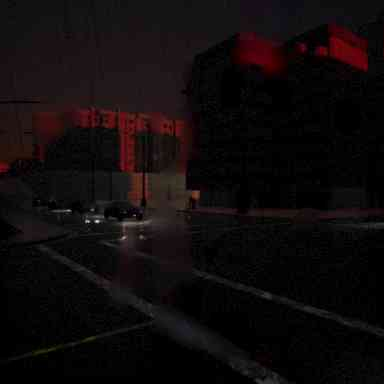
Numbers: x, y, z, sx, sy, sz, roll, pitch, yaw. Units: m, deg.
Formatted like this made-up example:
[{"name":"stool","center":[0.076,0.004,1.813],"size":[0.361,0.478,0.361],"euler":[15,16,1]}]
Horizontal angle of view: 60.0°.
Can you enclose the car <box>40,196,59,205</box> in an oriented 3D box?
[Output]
[{"name":"car","center":[-26.615,1.551,61.907],"size":[2.033,1.411,5.357],"euler":[0,0,-36]}]

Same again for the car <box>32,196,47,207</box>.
[{"name":"car","center":[-22.973,1.354,50.883],"size":[2.097,1.767,4.553],"euler":[0,0,-36]}]

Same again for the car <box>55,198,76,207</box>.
[{"name":"car","center":[-20.475,1.604,53.651],"size":[1.895,1.301,4.718],"euler":[0,0,-36]}]

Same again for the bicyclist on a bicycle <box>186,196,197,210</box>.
[{"name":"bicyclist on a bicycle","center":[-0.051,1.308,38.122],"size":[1.656,1.620,0.582],"euler":[0,0,-36]}]

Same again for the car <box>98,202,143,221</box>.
[{"name":"car","center":[-5.792,1.528,27.377],"size":[1.812,1.442,4.674],"euler":[0,0,-36]}]

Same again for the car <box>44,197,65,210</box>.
[{"name":"car","center":[-17.128,1.566,42.847],"size":[1.994,1.385,4.181],"euler":[0,0,-36]}]

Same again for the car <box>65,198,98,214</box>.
[{"name":"car","center":[-11.299,1.494,34.888],"size":[2.128,1.511,4.902],"euler":[0,0,-36]}]
